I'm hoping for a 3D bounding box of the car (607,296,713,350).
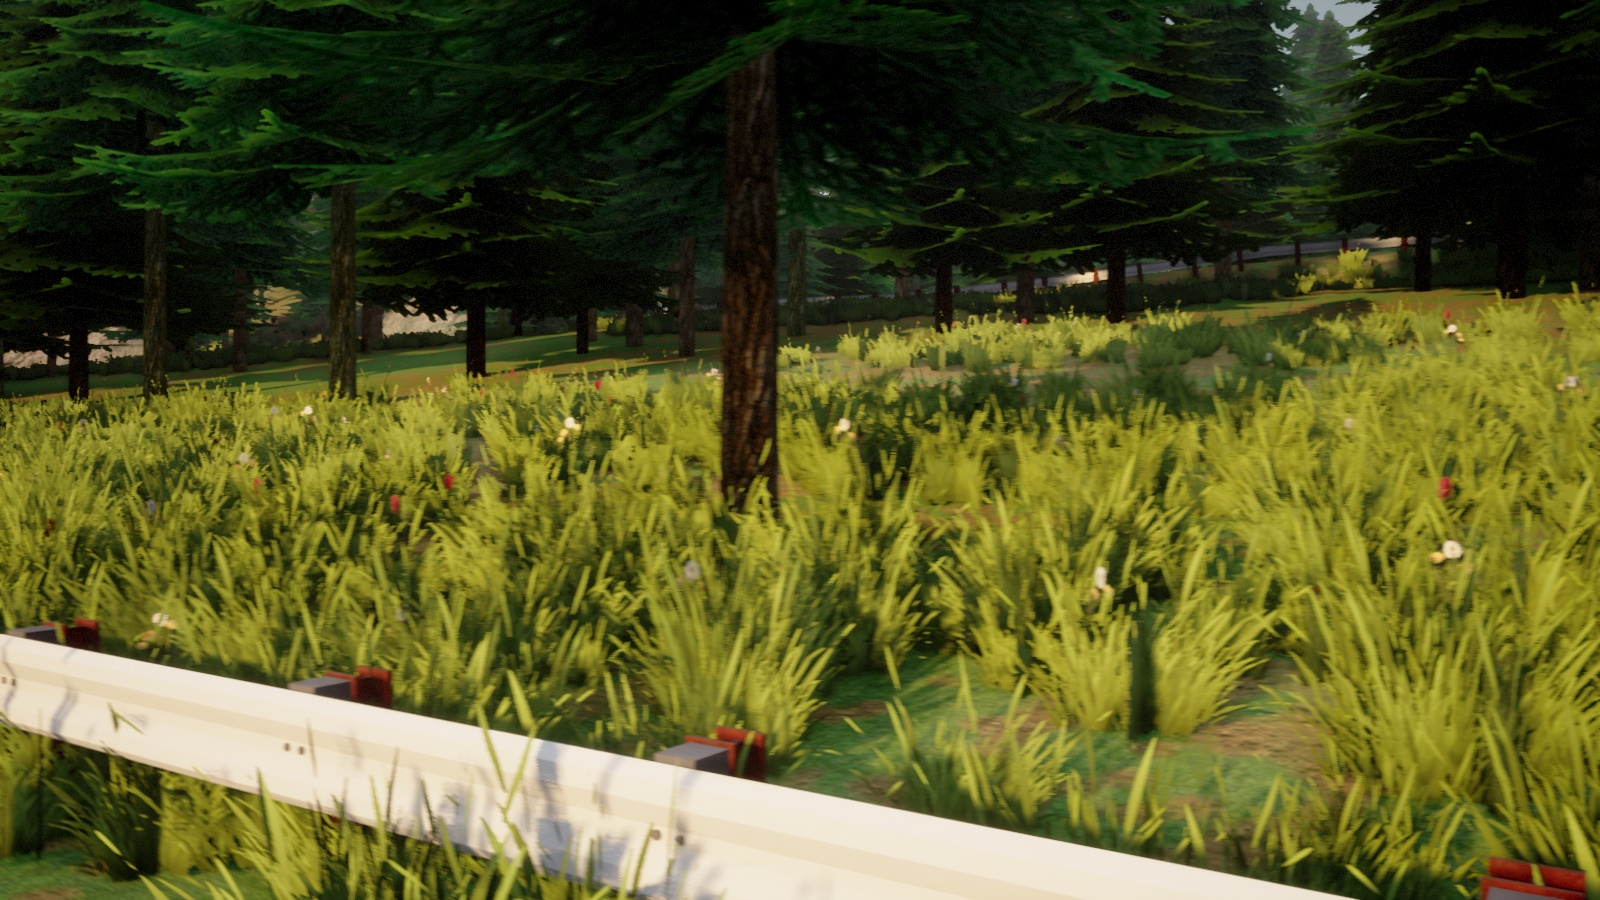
[{"bbox_3d":[-5.919,-5.312,52.898,3.988,1.617,1.851,-5,-2,29],"label":"car"}]
